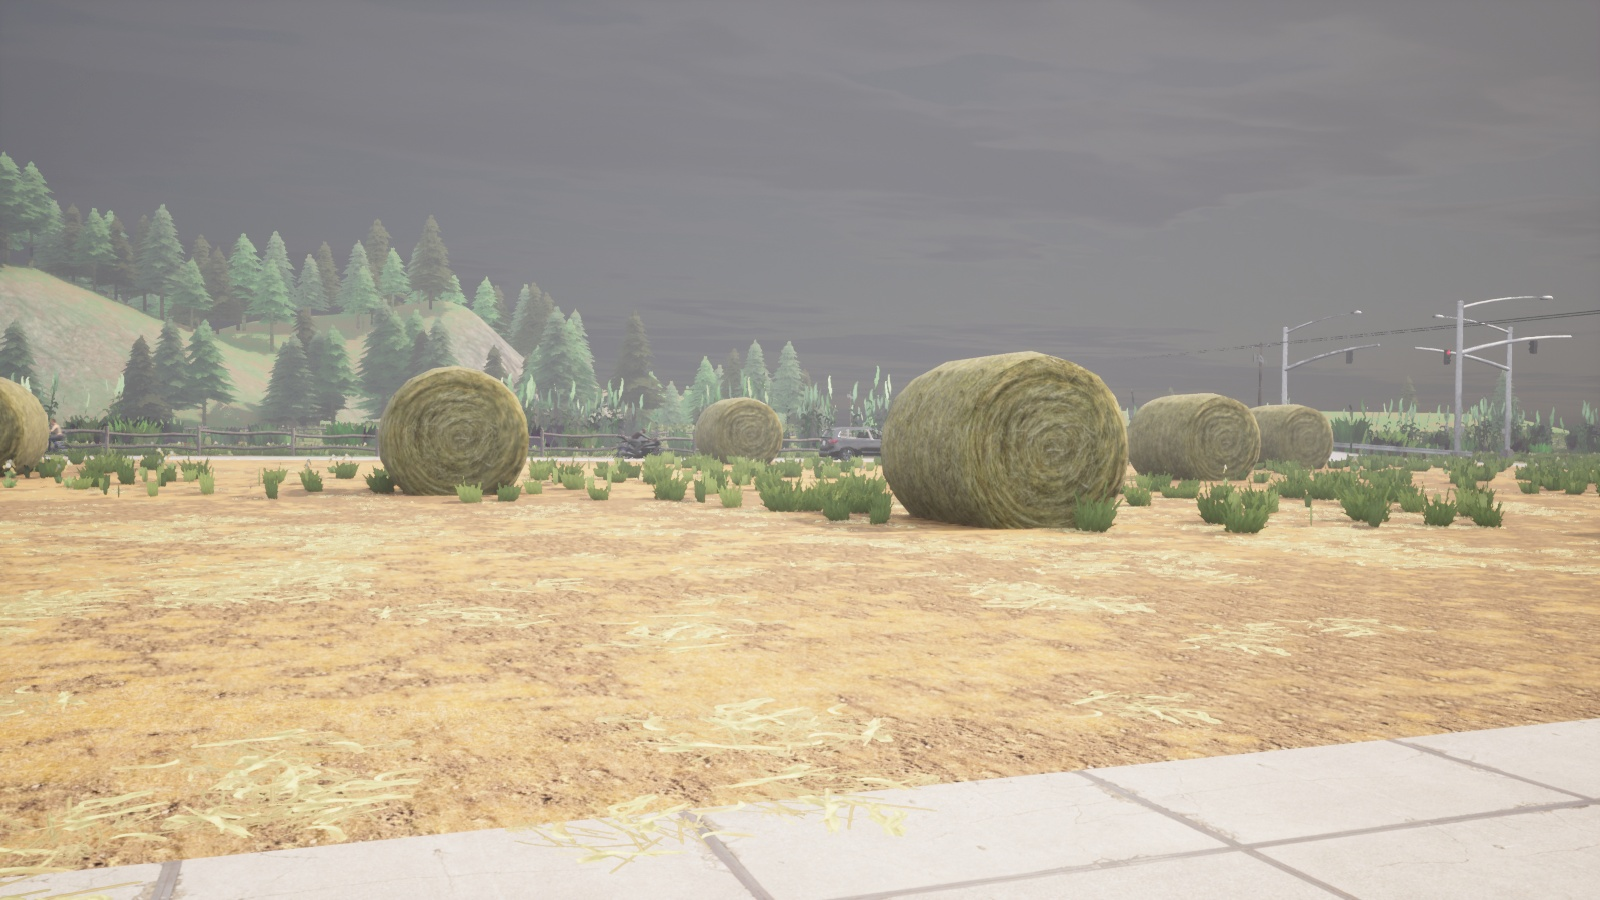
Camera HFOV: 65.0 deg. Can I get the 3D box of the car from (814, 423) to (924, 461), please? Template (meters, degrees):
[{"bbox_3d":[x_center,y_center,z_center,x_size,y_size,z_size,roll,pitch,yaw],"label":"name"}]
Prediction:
[{"bbox_3d":[3.201,-0.400,58.616,4.611,1.667,2.242,-1,1,-17],"label":"car"}]

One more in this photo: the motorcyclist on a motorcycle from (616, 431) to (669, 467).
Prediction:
[{"bbox_3d":[-6.976,-0.050,55.538,2.191,1.530,0.866,-1,1,-17],"label":"motorcyclist on a motorcycle"}]
